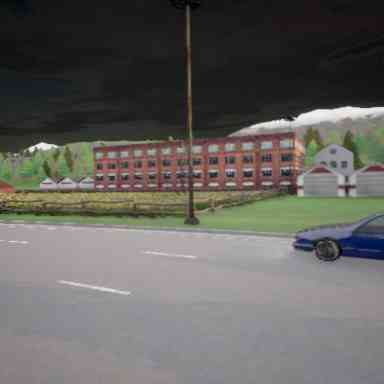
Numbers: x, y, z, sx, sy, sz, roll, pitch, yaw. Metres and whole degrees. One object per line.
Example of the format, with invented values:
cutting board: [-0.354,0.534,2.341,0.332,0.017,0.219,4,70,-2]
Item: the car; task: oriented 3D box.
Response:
car: [5.543,1.194,8.899,5.357,1.411,2.033,0,2,33]
